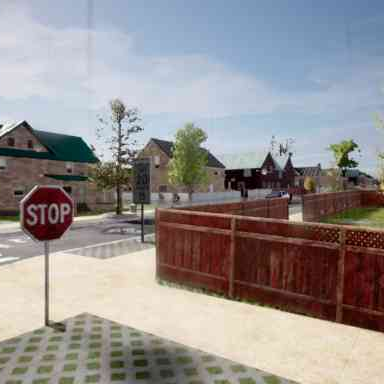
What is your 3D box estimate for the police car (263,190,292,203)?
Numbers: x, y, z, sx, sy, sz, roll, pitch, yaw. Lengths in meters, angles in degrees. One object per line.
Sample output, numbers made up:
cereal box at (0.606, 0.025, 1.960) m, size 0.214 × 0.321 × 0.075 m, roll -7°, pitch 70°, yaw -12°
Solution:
police car at (9.640, 0.604, 37.600) m, size 2.038 × 1.542 × 4.974 m, roll -1°, pitch 1°, yaw 36°
